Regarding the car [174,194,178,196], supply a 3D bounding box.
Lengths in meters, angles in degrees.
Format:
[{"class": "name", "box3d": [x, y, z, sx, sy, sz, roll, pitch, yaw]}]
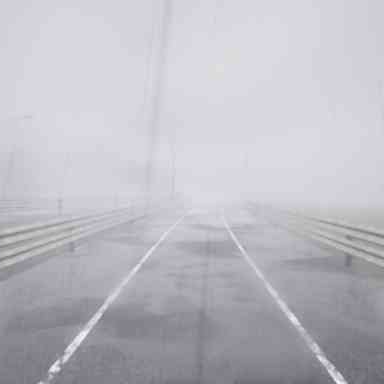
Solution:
[{"class": "car", "box3d": [-4.329, 1.320, 94.409, 1.882, 1.535, 5.008, 0, 0, 19]}]

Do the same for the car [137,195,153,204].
[{"class": "car", "box3d": [-8.162, 1.313, 58.190, 2.033, 1.411, 5.357, 0, 0, 16]}]

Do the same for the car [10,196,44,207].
[{"class": "car", "box3d": [-20.194, 1.258, 40.487, 1.812, 1.442, 4.674, 0, 0, 14]}]

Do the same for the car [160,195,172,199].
[{"class": "car", "box3d": [-6.523, 1.357, 76.140, 1.994, 1.385, 4.181, 0, 0, 17]}]
